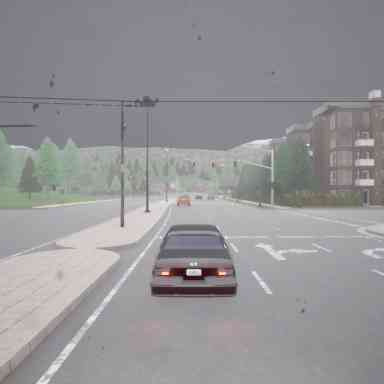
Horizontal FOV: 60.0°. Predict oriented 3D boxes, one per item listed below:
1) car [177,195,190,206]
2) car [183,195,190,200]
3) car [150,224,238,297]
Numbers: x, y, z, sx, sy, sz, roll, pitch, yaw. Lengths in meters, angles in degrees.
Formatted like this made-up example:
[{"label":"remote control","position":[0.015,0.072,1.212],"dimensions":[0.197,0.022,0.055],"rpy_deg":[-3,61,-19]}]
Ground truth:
[{"label":"car","position":[-1.364,1.352,54.470],"dimensions":[2.097,1.767,4.553],"rpy_deg":[0,0,-1]},{"label":"car","position":[-1.556,1.524,95.473],"dimensions":[1.812,1.442,4.674],"rpy_deg":[0,0,0]},{"label":"car","position":[0.042,1.547,8.725],"dimensions":[2.033,1.411,5.357],"rpy_deg":[0,0,0]}]
